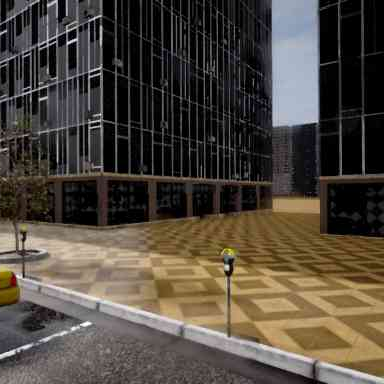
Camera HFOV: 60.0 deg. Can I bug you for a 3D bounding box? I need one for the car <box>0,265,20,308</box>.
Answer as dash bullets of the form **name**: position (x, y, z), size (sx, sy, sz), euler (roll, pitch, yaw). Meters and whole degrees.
- **car**: position (-5.317, 1.530, 6.648), size (4.829, 1.417, 1.752), euler (0, 0, 35)
